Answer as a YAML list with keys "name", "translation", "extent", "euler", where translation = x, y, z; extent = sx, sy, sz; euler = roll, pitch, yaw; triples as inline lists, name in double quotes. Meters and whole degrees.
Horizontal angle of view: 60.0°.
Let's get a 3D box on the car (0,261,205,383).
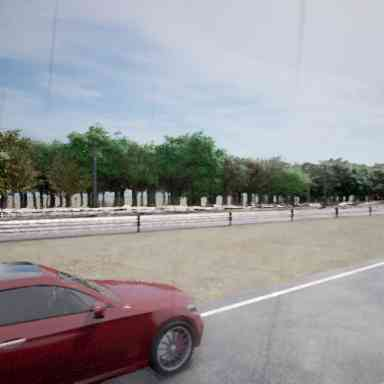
- name: "car"
  translation: [-1.978, 1.581, 3.924]
  extent: [4.674, 1.442, 1.812]
  euler: [1, -1, -38]
